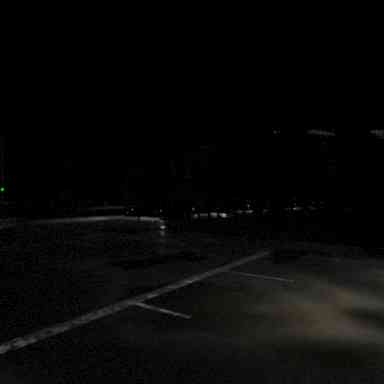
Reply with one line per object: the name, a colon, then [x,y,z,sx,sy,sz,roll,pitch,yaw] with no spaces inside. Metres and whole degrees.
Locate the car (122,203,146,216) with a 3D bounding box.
car: [-5.023,1.822,35.298,1.895,1.301,4.718,-1,0,43]

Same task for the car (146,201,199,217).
car: [-1.865,1.694,33.494,1.837,1.490,4.892,-1,0,43]

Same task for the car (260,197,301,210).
car: [12.159,1.641,45.724,4.902,1.511,2.128,0,0,-35]

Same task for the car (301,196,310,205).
car: [16.934,1.504,52.848,4.553,1.767,2.097,0,0,-28]

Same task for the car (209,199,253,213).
car: [4.780,1.679,39.988,4.892,1.490,1.837,0,0,-41]

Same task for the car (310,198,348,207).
car: [21.098,1.590,51.130,5.008,1.535,1.882,0,0,-28]

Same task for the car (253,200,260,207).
car: [8.827,1.732,47.775,5.357,1.411,2.033,0,0,-37]

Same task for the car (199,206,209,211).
car: [1.428,1.733,41.675,4.674,1.442,1.812,0,0,-42]
